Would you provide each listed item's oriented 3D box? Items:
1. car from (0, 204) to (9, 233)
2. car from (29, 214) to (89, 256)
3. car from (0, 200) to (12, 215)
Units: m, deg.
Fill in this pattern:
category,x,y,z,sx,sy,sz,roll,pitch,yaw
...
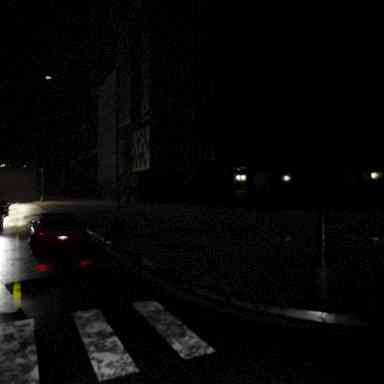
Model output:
category,x,y,z,sx,sy,sz,roll,pitch,yaw
car,-12.141,1.629,19.687,1.895,1.301,4.718,0,0,-28
car,-5.448,1.576,13.460,1.994,1.385,4.181,0,0,-27
car,-18.375,1.558,31.615,1.837,1.490,4.892,0,1,-27
